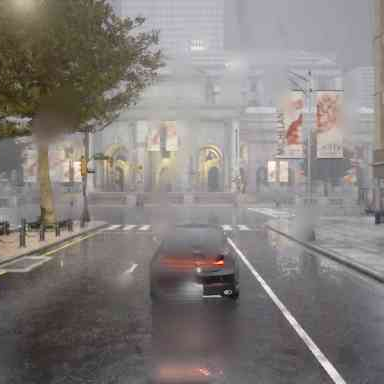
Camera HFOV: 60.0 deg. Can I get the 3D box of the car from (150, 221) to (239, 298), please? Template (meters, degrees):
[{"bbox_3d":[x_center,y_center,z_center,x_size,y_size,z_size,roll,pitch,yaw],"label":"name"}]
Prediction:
[{"bbox_3d":[0.062,1.505,8.476,1.837,1.490,4.892,0,0,0],"label":"car"}]

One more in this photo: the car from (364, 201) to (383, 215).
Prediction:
[{"bbox_3d":[19.279,1.564,32.700,4.181,1.385,1.994,0,0,0],"label":"car"}]
